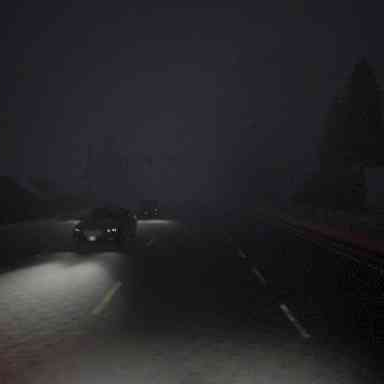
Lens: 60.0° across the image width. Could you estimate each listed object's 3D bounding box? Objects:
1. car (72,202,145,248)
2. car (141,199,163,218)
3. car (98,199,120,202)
[{"bbox_3d":[-3.583,1.387,14.408,2.128,1.511,4.902,0,0,0],"label":"car"},{"bbox_3d":[-3.509,1.347,27.649,1.837,1.490,4.892,0,0,0],"label":"car"},{"bbox_3d":[-7.009,1.347,27.647,1.837,1.490,4.892,0,0,0],"label":"car"}]
